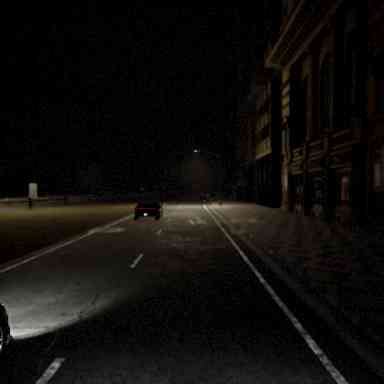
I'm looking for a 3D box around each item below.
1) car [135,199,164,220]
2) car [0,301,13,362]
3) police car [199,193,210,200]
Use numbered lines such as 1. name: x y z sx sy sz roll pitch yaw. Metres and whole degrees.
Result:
1. car: -3.385 1.363 26.638 1.837 1.490 4.892 0 0 0
2. car: -3.399 1.545 2.757 1.994 1.385 4.181 0 0 0
3. police car: 2.716 1.182 81.540 1.930 1.638 5.238 0 0 5
